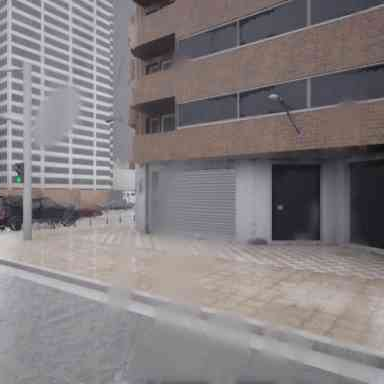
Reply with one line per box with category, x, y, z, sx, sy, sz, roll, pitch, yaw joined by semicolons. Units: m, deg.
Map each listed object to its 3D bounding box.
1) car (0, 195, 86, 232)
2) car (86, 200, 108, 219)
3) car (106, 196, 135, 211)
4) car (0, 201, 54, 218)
car;-9.793;1.221;20.646;2.150;2.045;5.566;0;0;36
car;-9.529;1.601;26.962;1.895;1.301;4.718;0;0;36
car;-9.374;1.547;39.410;2.033;1.411;5.357;0;0;36
car;-15.529;1.601;30.953;1.895;1.301;4.718;0;0;36
